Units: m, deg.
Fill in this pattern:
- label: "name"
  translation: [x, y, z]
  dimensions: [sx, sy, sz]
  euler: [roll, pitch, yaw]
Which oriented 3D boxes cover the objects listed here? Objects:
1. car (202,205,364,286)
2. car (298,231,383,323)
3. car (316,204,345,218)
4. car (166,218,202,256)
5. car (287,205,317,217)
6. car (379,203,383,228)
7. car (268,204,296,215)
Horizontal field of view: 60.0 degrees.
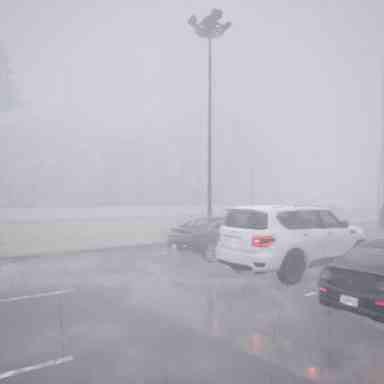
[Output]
- label: "car"
  translation: [3.246, 1.419, 10.287]
  dimensions: [5.566, 2.045, 2.150]
  euler: [1, -1, -36]
- label: "car"
  translation: [4.467, 1.664, 6.868]
  dimensions: [4.674, 1.442, 1.812]
  euler: [1, -1, -36]
- label: "car"
  translation: [17.300, 2.319, 41.377]
  dimensions: [1.812, 1.442, 4.674]
  euler: [-1, -1, 44]
- label: "car"
  translation: [1.315, 1.737, 13.229]
  dimensions: [4.902, 1.511, 2.128]
  euler: [1, -1, -36]
- label: "car"
  translation: [14.404, 2.387, 43.438]
  dimensions: [1.994, 1.385, 4.181]
  euler: [-1, -1, 44]
- label: "car"
  translation: [16.229, 1.723, 25.434]
  dimensions: [5.566, 2.045, 2.150]
  euler: [1, -1, -42]
- label: "car"
  translation: [12.648, 2.441, 46.645]
  dimensions: [1.994, 1.385, 4.181]
  euler: [-1, -1, 44]
